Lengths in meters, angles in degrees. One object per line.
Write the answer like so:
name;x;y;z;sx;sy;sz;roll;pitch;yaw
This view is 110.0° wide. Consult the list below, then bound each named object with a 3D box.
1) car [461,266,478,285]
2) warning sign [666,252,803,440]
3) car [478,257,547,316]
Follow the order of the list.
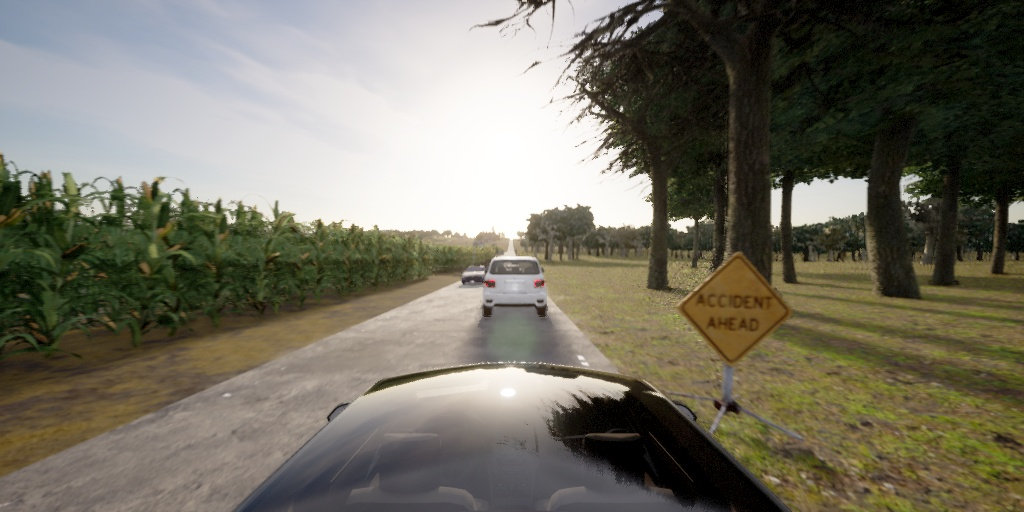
car;-2.852;1.492;28.551;2.033;1.411;5.357;0;0;0
warning sign;2.450;0.881;4.111;1.300;1.860;1.060;0;0;0
car;0.095;1.059;13.895;2.150;2.045;5.566;0;-1;0
